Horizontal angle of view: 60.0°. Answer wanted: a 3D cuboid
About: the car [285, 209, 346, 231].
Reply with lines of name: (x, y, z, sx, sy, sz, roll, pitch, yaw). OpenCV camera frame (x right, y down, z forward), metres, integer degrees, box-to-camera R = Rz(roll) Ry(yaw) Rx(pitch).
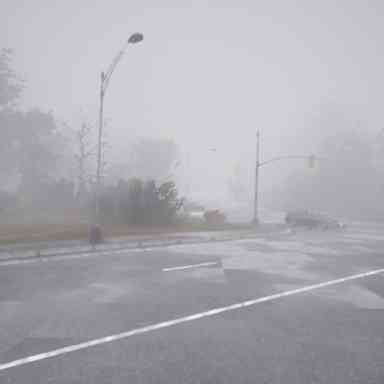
car: (9.236, 2.093, 25.215, 2.128, 1.511, 4.902, 3, -1, -28)

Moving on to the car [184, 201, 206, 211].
car: (0.396, 1.999, 46.401, 1.895, 1.301, 4.718, 2, 1, -17)
